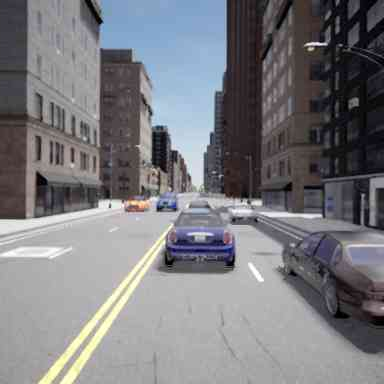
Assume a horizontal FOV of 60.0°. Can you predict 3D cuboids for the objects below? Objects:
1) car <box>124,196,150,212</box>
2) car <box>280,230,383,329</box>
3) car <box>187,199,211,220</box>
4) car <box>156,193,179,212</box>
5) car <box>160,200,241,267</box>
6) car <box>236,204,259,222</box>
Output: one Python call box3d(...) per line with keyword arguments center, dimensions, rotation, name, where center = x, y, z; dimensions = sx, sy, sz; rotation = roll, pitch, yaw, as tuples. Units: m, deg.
box3d(center=(-5.908, 1.214, 35.962), dimensions=(2.097, 1.767, 4.553), rotation=(0, 0, 1), name="car")
box3d(center=(3.423, 1.553, 7.285), dimensions=(2.033, 1.411, 5.357), rotation=(0, 0, 2), name="car")
box3d(center=(0.615, 1.406, 28.355), dimensions=(1.882, 1.535, 5.008), rotation=(0, 0, 1), name="car")
box3d(center=(-2.645, 1.104, 36.662), dimensions=(2.150, 2.045, 5.566), rotation=(0, 0, 1), name="car")
box3d(center=(0.275, 1.324, 11.510), dimensions=(2.097, 1.767, 4.553), rotation=(0, 0, 1), name="car")
box3d(center=(3.800, 1.561, 25.471), dimensions=(1.895, 1.301, 4.718), rotation=(0, 0, 1), name="car")
